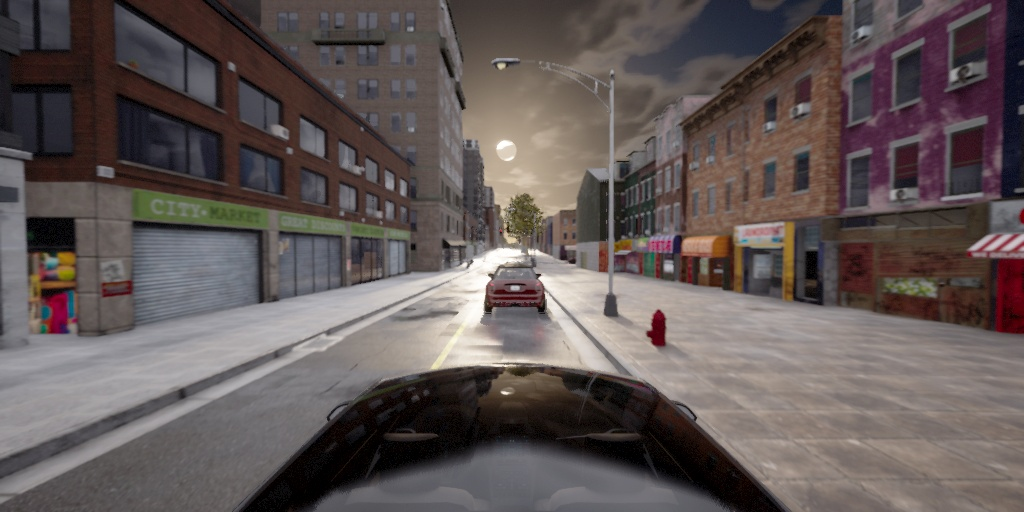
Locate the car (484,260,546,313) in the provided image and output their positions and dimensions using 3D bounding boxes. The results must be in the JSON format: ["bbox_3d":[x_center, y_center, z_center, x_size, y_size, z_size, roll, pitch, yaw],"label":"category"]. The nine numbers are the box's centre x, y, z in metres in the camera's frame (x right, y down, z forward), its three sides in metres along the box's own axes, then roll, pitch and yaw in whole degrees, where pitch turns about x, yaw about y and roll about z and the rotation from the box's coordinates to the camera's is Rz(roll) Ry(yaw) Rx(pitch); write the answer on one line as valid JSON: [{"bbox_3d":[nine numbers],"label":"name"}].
[{"bbox_3d":[0.105,1.072,13.998,2.097,1.767,4.553,0,0,0],"label":"car"}]

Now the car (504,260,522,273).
[{"bbox_3d":[0.115,1.156,40.451,1.895,1.301,4.718,0,1,0],"label":"car"}]
